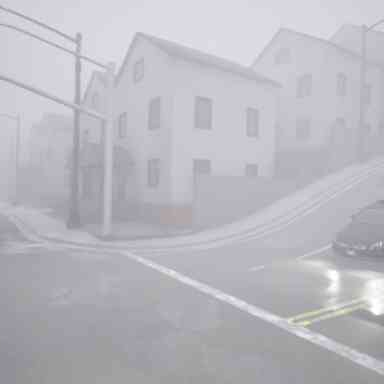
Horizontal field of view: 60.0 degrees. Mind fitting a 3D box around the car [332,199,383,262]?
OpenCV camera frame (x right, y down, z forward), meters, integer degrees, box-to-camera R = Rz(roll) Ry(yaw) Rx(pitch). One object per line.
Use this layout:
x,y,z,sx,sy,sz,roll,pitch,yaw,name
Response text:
6.822,1.110,11.637,4.674,1.442,1.812,-16,10,-33,car
